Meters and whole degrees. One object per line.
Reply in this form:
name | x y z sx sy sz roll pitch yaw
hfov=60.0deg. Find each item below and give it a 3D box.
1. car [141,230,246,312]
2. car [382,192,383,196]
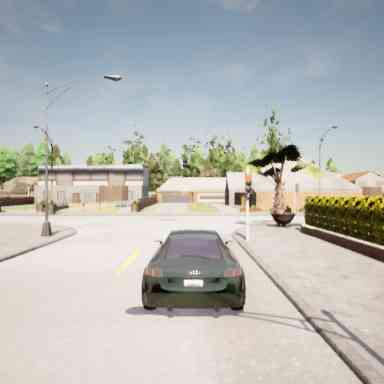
car | 0.042 1.560 7.790 1.994 1.385 4.181 0 0 0
car | 37.875 0.937 64.997 1.905 1.878 3.866 0 0 0
